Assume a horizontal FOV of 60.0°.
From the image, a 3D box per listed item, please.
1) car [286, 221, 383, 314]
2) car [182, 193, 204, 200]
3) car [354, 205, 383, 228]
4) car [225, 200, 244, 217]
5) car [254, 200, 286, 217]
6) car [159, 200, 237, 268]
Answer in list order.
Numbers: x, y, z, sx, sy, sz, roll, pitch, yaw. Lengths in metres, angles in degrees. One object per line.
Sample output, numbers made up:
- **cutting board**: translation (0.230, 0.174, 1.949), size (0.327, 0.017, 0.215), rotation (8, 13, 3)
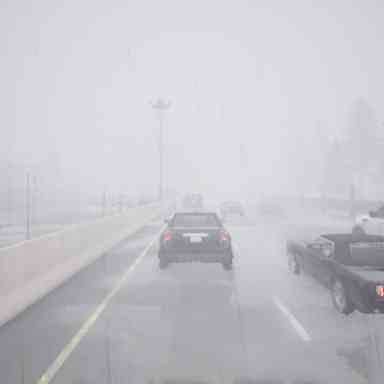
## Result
- **car**: translation (3.601, 1.581, 7.478), size (1.895, 1.301, 4.718), rotation (0, 0, 0)
- **car**: translation (0.114, 1.126, 34.963), size (2.150, 2.045, 5.566), rotation (0, 0, 0)
- **car**: translation (7.104, 1.196, 10.290), size (2.150, 2.045, 5.566), rotation (0, 0, 0)
- **car**: translation (3.613, 1.464, 30.693), size (2.033, 1.411, 5.357), rotation (0, 0, 0)
- **car**: translation (7.114, 1.464, 30.688), size (2.033, 1.411, 5.357), rotation (0, 0, 0)
- **car**: translation (0.104, 1.320, 11.253), size (2.097, 1.767, 4.553), rotation (0, 0, 0)
